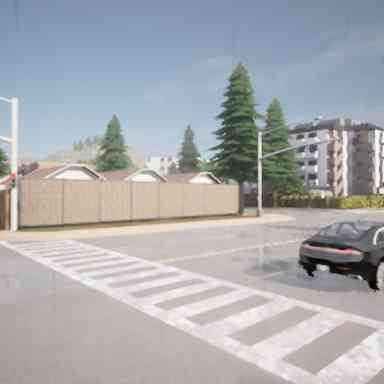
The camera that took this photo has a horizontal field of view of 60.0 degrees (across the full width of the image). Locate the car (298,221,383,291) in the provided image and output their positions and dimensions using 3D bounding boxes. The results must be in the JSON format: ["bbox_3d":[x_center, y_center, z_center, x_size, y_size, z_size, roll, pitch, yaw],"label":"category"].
[{"bbox_3d":[4.901,1.568,9.295,4.902,1.511,2.128,0,0,-40],"label":"car"}]
